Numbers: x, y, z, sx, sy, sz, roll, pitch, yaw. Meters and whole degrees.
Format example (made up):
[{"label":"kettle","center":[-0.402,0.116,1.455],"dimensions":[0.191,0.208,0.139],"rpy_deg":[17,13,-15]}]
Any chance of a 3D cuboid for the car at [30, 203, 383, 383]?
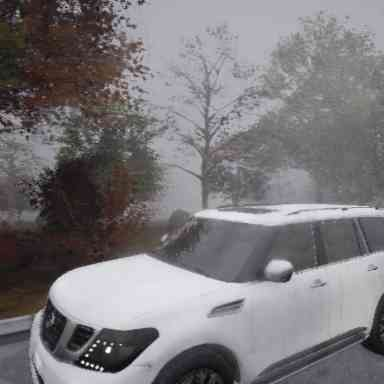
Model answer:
[{"label":"car","center":[0.897,1.212,4.577],"dimensions":[5.566,2.045,2.150],"rpy_deg":[0,0,-34]}]
